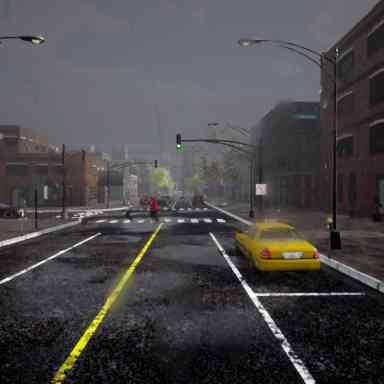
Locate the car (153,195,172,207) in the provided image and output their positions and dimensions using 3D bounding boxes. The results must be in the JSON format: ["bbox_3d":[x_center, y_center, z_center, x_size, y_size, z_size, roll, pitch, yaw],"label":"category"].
[{"bbox_3d":[-4.490,1.554,51.203,1.994,1.385,4.181,0,0,-2],"label":"car"}]

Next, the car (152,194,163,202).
[{"bbox_3d":[-7.766,1.299,75.847,2.192,1.841,5.009,-1,0,-2],"label":"car"}]

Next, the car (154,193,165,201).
[{"bbox_3d":[-7.916,1.297,81.389,2.192,1.841,5.009,-1,0,-2],"label":"car"}]

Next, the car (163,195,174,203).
[{"bbox_3d":[-4.943,1.510,71.130,2.128,1.511,4.902,0,0,-2],"label":"car"}]

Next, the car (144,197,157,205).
[{"bbox_3d":[-7.308,1.533,59.221,1.887,1.381,4.507,-1,0,-2],"label":"car"}]

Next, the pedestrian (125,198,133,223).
[{"bbox_3d":[-4.608,1.297,24.218,0.375,1.860,0.375,-1,1,-2],"label":"pedestrian"}]

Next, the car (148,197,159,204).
[{"bbox_3d":[-7.460,1.569,64.763,1.802,1.307,4.206,-1,0,-2],"label":"car"}]

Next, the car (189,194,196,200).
[{"bbox_3d":[0.159,1.419,92.701,1.967,1.590,4.097,-1,0,-2],"label":"car"}]

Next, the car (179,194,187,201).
[{"bbox_3d":[-2.178,1.504,79.813,2.128,1.511,4.902,0,0,-2],"label":"car"}]

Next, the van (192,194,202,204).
[{"bbox_3d":[0.916,1.328,64.992,1.690,1.788,3.998,-1,0,-2],"label":"van"}]

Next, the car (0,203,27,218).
[{"bbox_3d":[-19.069,1.794,32.367,5.357,1.411,2.033,-1,1,-2],"label":"car"}]

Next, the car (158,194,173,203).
[{"bbox_3d":[-4.731,1.465,61.001,1.882,1.535,5.008,0,0,-1],"label":"car"}]

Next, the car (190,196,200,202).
[{"bbox_3d":[0.615,1.534,76.076,2.008,1.369,4.403,-1,0,-2],"label":"car"}]

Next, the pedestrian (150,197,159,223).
[{"bbox_3d":[-2.663,1.290,23.530,0.375,1.860,0.375,-1,1,-2],"label":"pedestrian"}]

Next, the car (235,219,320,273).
[{"bbox_3d":[2.408,1.524,10.501,1.752,1.417,4.829,-1,0,-2],"label":"car"}]

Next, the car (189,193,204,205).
[{"bbox_3d":[1.067,1.303,59.450,2.192,1.841,5.009,-1,0,-2],"label":"car"}]

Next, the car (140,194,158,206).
[{"bbox_3d":[-7.158,1.304,53.679,2.192,1.841,5.009,-1,0,-2],"label":"car"}]

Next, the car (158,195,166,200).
[{"bbox_3d":[-8.217,1.524,92.472,1.887,1.381,4.507,-1,0,-2],"label":"car"}]

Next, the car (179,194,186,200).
[{"bbox_3d":[-2.461,1.354,90.225,1.882,1.535,5.008,0,0,-2],"label":"car"}]
